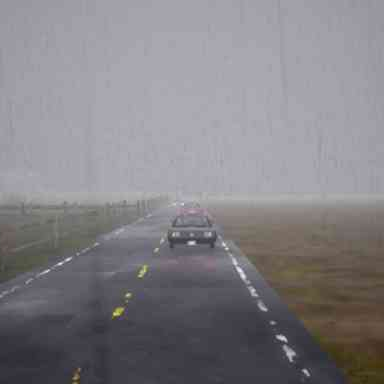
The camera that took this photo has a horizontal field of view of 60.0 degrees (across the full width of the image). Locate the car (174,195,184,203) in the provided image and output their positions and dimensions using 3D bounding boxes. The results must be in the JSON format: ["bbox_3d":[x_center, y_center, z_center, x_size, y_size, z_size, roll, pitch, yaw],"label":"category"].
[{"bbox_3d":[-2.750,1.451,70.777,2.097,1.767,4.553,0,0,0],"label":"car"}]

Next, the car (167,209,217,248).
[{"bbox_3d":[0.000,1.624,14.680,1.895,1.301,4.718,0,0,0],"label":"car"}]

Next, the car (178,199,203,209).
[{"bbox_3d":[0.000,1.595,29.651,1.994,1.385,4.181,0,0,0],"label":"car"}]
